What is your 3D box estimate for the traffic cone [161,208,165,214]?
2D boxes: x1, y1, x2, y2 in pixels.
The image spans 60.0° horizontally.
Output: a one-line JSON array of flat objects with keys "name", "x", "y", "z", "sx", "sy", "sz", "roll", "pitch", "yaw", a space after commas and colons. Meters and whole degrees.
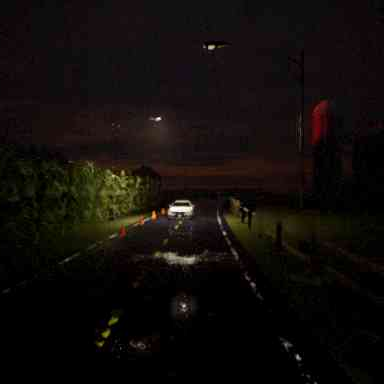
[{"name": "traffic cone", "x": -2.774, "y": 1.771, "z": 31.946, "sx": 0.340, "sy": 0.580, "sz": 0.340, "roll": 0, "pitch": 0, "yaw": 4}]

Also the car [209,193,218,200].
[{"name": "car", "x": 5.011, "y": 1.061, "z": 78.097, "sx": 1.882, "sy": 1.535, "sz": 5.008, "roll": 0, "pitch": 0, "yaw": 9}]

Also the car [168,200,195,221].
[{"name": "car", "x": -0.748, "y": 1.379, "z": 25.835, "sx": 1.812, "sy": 1.442, "sz": 4.674, "roll": 0, "pitch": 0, "yaw": 3}]

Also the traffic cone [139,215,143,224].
[{"name": "traffic cone", "x": -3.348, "y": 1.825, "z": 21.909, "sx": 0.340, "sy": 0.580, "sz": 0.340, "roll": 0, "pitch": 0, "yaw": 3}]

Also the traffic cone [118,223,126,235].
[{"name": "traffic cone", "x": -3.554, "y": 1.853, "z": 16.887, "sx": 0.340, "sy": 0.580, "sz": 0.340, "roll": 0, "pitch": 0, "yaw": 2}]
